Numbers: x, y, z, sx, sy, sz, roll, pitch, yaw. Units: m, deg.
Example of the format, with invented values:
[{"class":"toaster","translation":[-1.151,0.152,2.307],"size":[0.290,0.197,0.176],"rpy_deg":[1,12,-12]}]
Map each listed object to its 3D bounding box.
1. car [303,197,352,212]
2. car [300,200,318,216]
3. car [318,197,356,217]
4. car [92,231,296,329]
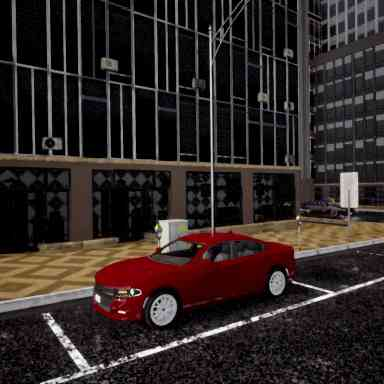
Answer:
[{"class":"car","translation":[14.898,1.274,36.726],"size":[1.752,1.417,4.829],"rpy_deg":[-1,1,-35]},{"class":"car","translation":[8.904,1.450,30.775],"size":[2.008,1.369,4.403],"rpy_deg":[-1,1,-35]},{"class":"car","translation":[12.093,1.421,30.646],"size":[2.033,1.411,5.357],"rpy_deg":[-1,1,-35]},{"class":"car","translation":[0.246,1.543,6.900],"size":[4.507,1.381,1.887],"rpy_deg":[0,-1,-35]}]
